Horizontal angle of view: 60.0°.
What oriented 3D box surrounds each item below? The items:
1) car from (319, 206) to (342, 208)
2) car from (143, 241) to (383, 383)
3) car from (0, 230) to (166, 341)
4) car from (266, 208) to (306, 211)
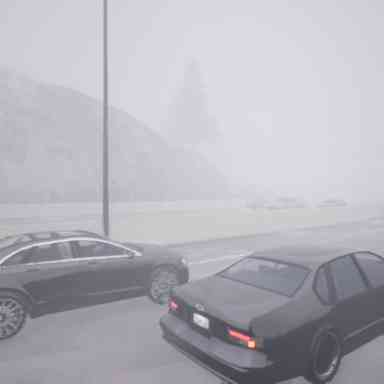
[{"bbox_3d":[14.942,1.495,35.466,4.892,1.490,1.837,1,-1,-45],"label":"car"},{"bbox_3d":[2.106,1.547,5.400,5.357,1.411,2.033,0,0,-37],"label":"car"},{"bbox_3d":[-2.272,1.502,6.540,4.902,1.511,2.128,0,0,-36],"label":"car"},{"bbox_3d":[9.728,1.352,35.264,4.553,1.767,2.097,0,0,-44],"label":"car"}]
